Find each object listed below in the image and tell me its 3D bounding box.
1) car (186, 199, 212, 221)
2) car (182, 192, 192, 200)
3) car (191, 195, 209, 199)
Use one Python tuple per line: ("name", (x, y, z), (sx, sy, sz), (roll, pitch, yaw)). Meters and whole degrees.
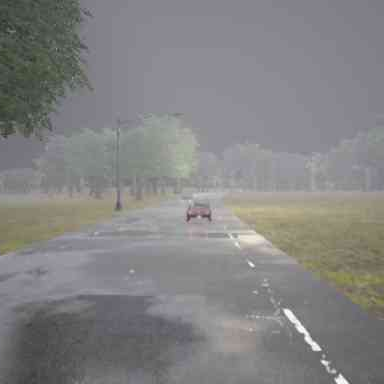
("car", (0.562, 1.484, 26.086), (1.895, 1.301, 4.718), (0, 0, 2))
("car", (-0.891, 0.848, 65.207), (1.837, 1.490, 4.892), (0, 1, 5))
("car", (1.318, 1.246, 43.667), (1.994, 1.385, 4.181), (0, 1, 3))
